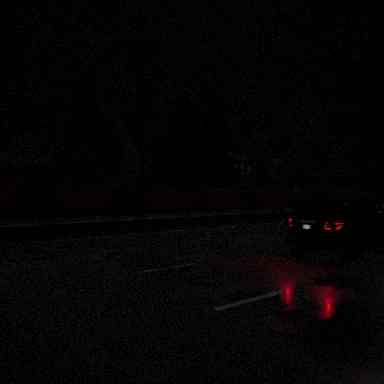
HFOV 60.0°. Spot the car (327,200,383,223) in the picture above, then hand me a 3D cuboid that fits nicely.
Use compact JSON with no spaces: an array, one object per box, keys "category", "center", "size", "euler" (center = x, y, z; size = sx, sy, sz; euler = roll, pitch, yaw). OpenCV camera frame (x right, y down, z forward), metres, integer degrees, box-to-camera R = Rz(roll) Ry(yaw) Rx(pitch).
[{"category":"car","center":[12.830,1.478,26.034],"size":[5.008,1.535,1.882],"euler":[0,0,-36]}]

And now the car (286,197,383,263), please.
[{"category":"car","center":[5.867,1.221,12.320],"size":[5.566,2.045,2.150],"euler":[0,0,-36]}]
